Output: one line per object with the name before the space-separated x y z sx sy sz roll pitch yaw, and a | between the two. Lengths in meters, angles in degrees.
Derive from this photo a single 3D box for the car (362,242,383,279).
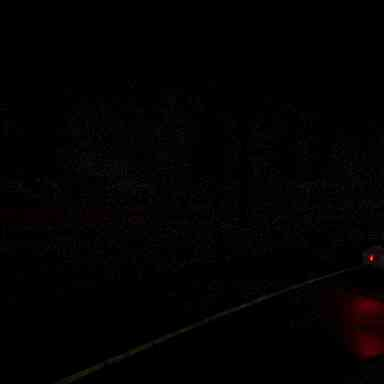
car | 6.592 1.648 8.939 4.718 1.301 1.895 0 0 -37
